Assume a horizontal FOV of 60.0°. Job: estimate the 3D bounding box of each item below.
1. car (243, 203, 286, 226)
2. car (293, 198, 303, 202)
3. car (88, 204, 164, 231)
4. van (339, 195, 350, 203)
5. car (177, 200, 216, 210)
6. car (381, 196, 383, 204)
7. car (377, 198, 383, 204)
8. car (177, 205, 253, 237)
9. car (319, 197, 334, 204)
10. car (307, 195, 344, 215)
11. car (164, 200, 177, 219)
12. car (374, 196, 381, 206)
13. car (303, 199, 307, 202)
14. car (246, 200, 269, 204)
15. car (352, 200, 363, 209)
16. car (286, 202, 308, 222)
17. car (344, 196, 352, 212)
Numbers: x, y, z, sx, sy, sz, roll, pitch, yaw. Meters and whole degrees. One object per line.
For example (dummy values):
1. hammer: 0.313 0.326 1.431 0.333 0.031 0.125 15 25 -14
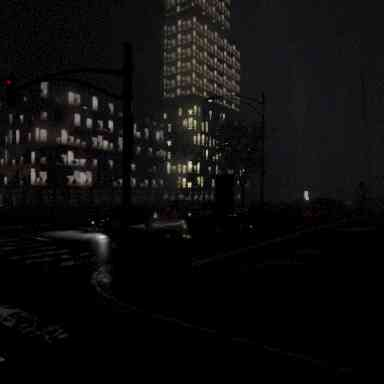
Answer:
1. car: 4.707 1.734 23.515 1.947 1.339 4.313 1 0 36
2. car: 18.188 1.722 56.071 1.752 1.417 4.829 1 0 36
3. car: -4.309 1.545 21.269 1.837 1.490 4.892 1 0 36
4. van: 38.086 1.701 82.992 1.690 1.788 3.998 1 0 36
5. car: 1.268 1.576 28.810 2.128 1.511 4.902 1 0 37
6. car: 41.528 1.781 73.549 2.192 1.841 5.009 1 0 36
7. car: 44.824 2.044 78.013 2.008 1.369 4.403 1 0 36
8. car: 1.448 1.693 19.107 2.008 1.369 4.403 1 0 36
9. car: 28.187 1.844 69.600 1.947 1.339 4.313 1 0 36
10. car: 15.202 1.567 37.787 2.192 1.841 5.009 1 0 36
11. car: -1.609 1.476 29.501 1.967 1.590 4.097 1 0 36
12. car: 35.028 1.937 64.757 1.752 1.417 4.829 1 0 36
13. car: 17.336 1.735 45.169 2.128 1.511 4.902 1 0 36
14. car: 7.201 1.624 36.821 2.128 1.511 4.902 1 0 37
15. car: 25.029 1.771 51.229 1.967 1.590 4.097 1 0 36
16. car: 7.963 1.776 27.923 1.802 1.307 4.206 1 0 36
17. car: 18.473 1.718 42.272 1.967 1.590 4.097 1 0 36
